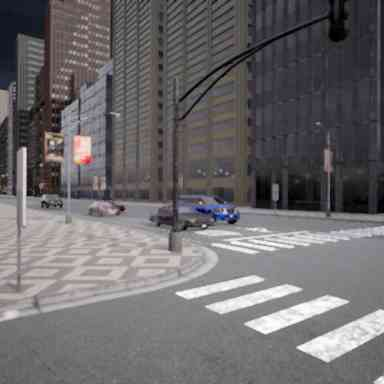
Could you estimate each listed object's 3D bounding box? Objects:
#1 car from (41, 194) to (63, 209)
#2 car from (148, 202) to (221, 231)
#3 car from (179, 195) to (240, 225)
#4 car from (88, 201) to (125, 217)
[{"bbox_3d":[-20.627,1.346,48.797,2.150,2.045,5.566,0,-1,-36],"label":"car"},{"bbox_3d":[-0.845,1.550,21.038,2.033,1.411,5.357,0,0,-35],"label":"car"},{"bbox_3d":[0.999,1.248,24.045,2.150,2.045,5.566,0,0,-36],"label":"car"},{"bbox_3d":[-8.441,1.579,31.630,1.812,1.442,4.674,0,0,-36],"label":"car"}]
